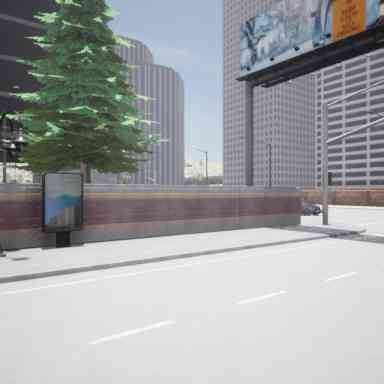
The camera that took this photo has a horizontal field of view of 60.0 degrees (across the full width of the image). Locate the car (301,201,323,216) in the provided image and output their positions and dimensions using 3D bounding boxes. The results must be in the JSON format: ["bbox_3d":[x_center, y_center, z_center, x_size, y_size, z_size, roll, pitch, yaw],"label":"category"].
[{"bbox_3d":[10.379,1.563,32.059,1.994,1.385,4.181,0,0,-35],"label":"car"}]
